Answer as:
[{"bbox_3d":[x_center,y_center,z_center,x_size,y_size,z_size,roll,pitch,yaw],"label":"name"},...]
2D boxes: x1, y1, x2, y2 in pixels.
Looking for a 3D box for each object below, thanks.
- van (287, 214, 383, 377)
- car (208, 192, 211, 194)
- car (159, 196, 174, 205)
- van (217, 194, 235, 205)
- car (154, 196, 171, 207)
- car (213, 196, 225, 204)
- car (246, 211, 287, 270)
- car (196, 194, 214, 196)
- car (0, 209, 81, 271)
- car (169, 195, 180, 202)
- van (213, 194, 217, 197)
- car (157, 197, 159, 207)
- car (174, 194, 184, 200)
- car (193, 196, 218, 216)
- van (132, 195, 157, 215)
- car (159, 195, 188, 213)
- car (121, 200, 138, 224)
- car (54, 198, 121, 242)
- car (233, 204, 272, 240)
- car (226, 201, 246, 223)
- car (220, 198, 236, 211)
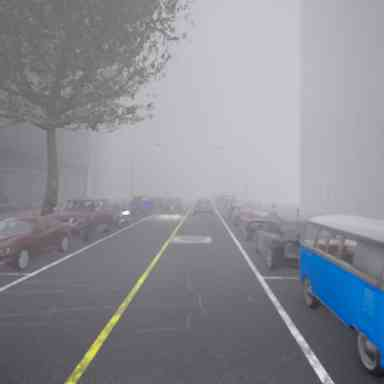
[{"bbox_3d":[2.909,1.331,5.234,1.690,1.788,3.998,0,0,2],"label":"van"},{"bbox_3d":[5.410,1.266,78.888,2.008,1.369,4.403,0,0,2],"label":"car"},{"bbox_3d":[-3.999,1.311,52.991,2.008,1.369,4.403,0,0,2],"label":"car"},{"bbox_3d":[4.012,1.201,37.694,1.690,1.788,3.998,0,0,2],"label":"van"},{"bbox_3d":[-4.184,1.305,47.535,1.752,1.417,4.829,0,0,2],"label":"car"},{"bbox_3d":[4.746,1.347,59.336,1.947,1.339,4.313,0,0,2],"label":"car"},{"bbox_3d":[3.091,1.533,10.645,1.947,1.339,4.313,0,0,2],"label":"car"},{"bbox_3d":[1.407,1.377,41.992,2.033,1.411,5.357,0,0,2],"label":"car"},{"bbox_3d":[-5.436,1.469,10.704,1.887,1.381,4.507,0,0,2],"label":"car"},{"bbox_3d":[-3.479,1.252,68.298,1.887,1.381,4.507,0,0,2],"label":"car"},{"bbox_3d":[4.380,1.161,48.515,1.690,1.788,3.998,0,0,2],"label":"van"},{"bbox_3d":[-4.359,1.365,42.418,1.947,1.339,4.313,0,0,2],"label":"car"},{"bbox_3d":[-3.109,1.222,79.181,2.008,1.369,4.403,0,0,2],"label":"car"},{"bbox_3d":[1.062,1.420,30.660,2.033,1.411,5.357,0,0,2],"label":"car"},{"bbox_3d":[-4.716,1.180,31.846,1.690,1.788,3.998,0,0,2],"label":"van"},{"bbox_3d":[-1.853,1.333,34.883,2.128,1.511,4.902,0,0,2],"label":"car"},{"bbox_3d":[-5.077,1.431,21.276,2.008,1.369,4.403,0,0,2],"label":"car"},{"bbox_3d":[-5.255,1.217,15.989,2.192,1.841,5.009,0,0,2],"label":"car"},{"bbox_3d":[3.275,1.489,16.055,1.887,1.381,4.507,0,0,2],"label":"car"},{"bbox_3d":[3.459,1.504,21.466,1.802,1.307,4.206,0,0,2],"label":"car"},{"bbox_3d":[3.643,1.452,26.875,2.008,1.369,4.403,0,0,2],"label":"car"}]
